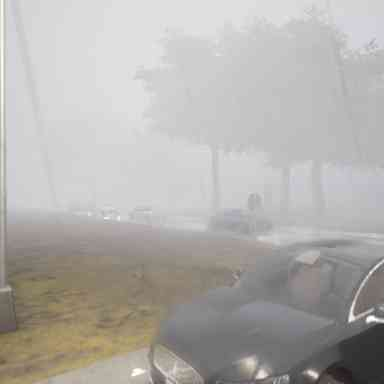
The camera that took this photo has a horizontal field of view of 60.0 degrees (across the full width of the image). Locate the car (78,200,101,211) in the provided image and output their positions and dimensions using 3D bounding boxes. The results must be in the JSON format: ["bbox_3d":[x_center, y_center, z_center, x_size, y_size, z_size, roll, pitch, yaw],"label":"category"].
[{"bbox_3d":[-15.808,2.044,51.212,1.837,1.490,4.892,-1,0,-35],"label":"car"}]

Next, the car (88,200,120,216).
[{"bbox_3d":[-9.794,1.929,37.607,1.812,1.442,4.674,-1,0,-35],"label":"car"}]

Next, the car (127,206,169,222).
[{"bbox_3d":[-3.901,1.889,29.266,1.895,1.301,4.718,-1,0,-36],"label":"car"}]

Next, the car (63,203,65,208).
[{"bbox_3d":[-21.794,2.269,59.665,1.895,1.301,4.718,-1,0,-34],"label":"car"}]

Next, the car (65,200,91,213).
[{"bbox_3d":[-15.678,2.050,46.005,1.812,1.442,4.674,-1,0,-35],"label":"car"}]

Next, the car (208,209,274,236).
[{"bbox_3d":[2.821,1.723,19.876,1.994,1.385,4.181,-1,0,-36],"label":"car"}]

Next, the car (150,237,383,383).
[{"bbox_3d":[1.800,1.413,4.241,4.892,1.490,1.837,0,0,-36],"label":"car"}]
